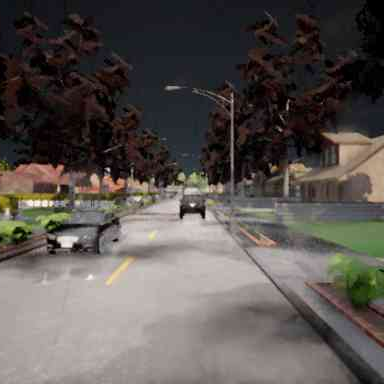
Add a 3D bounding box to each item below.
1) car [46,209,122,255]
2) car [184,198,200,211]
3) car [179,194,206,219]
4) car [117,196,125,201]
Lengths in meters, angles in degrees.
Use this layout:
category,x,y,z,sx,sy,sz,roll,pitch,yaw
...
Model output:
category,x,y,z,sx,sy,sz,roll,pitch,yaw
car,-4.103,1.479,13.362,2.128,1.511,4.902,0,0,0
car,0.030,1.485,41.740,1.812,1.442,4.674,0,0,0
car,0.050,1.193,29.092,2.150,2.045,5.566,0,0,0
car,-16.705,1.259,68.914,5.357,1.415,2.033,0,0,0
